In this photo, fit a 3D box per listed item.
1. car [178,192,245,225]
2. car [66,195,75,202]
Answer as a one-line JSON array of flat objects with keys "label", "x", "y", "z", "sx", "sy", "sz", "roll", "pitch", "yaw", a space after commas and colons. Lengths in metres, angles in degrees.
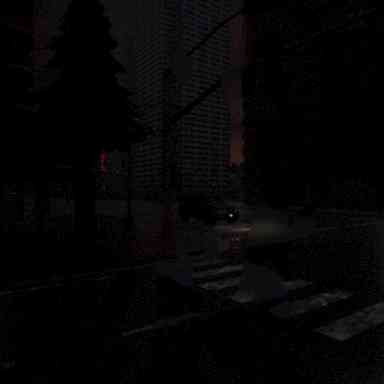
[{"label": "car", "x": 1.100, "y": 1.268, "z": 25.295, "sx": 2.150, "sy": 2.045, "sz": 5.566, "roll": 0, "pitch": 0, "yaw": -36}, {"label": "car", "x": -28.397, "y": 1.394, "z": 78.726, "sx": 1.837, "sy": 1.490, "sz": 4.892, "roll": 0, "pitch": 0, "yaw": -36}]
